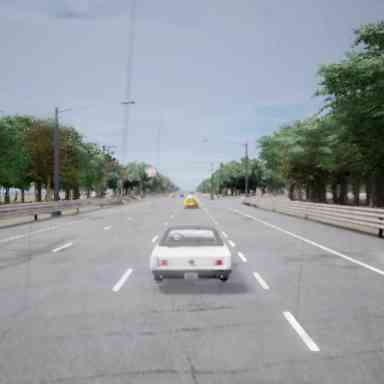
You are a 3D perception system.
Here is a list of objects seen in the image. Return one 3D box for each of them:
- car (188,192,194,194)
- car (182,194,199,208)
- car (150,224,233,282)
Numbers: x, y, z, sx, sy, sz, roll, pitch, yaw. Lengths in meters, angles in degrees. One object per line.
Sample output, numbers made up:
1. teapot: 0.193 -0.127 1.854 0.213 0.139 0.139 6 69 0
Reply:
1. car: -0.178 1.444 85.856 1.812 1.442 4.674 0 0 0
2. car: -0.096 1.435 46.586 1.882 1.535 5.008 0 0 0
3. car: -0.016 1.592 9.672 1.895 1.301 4.718 0 0 0
